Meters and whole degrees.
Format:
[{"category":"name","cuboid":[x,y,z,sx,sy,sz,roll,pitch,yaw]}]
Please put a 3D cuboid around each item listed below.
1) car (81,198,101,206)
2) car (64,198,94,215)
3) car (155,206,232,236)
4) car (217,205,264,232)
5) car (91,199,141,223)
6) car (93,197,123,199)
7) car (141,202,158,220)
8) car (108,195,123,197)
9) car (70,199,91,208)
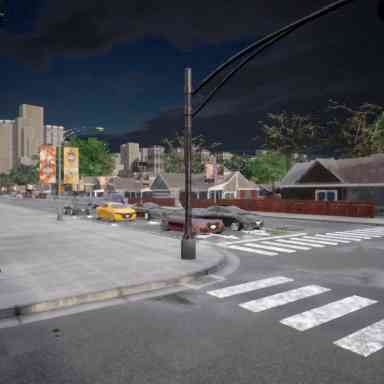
[{"category":"car","cuboid":[-19.093,1.907,62.626,2.033,1.411,5.357,0,0,-35]},{"category":"car","cuboid":[-12.791,1.728,36.796,1.837,1.490,4.892,0,0,-35]},{"category":"car","cuboid":[-0.042,1.652,18.855,1.994,1.385,4.181,0,0,-35]},{"category":"car","cuboid":[2.382,1.595,21.051,1.837,1.490,4.892,0,-1,-35]},{"category":"car","cuboid":[-6.460,1.634,27.894,1.882,1.535,5.008,0,-1,-35]},{"category":"car","cuboid":[-9.982,1.697,38.452,1.882,1.535,5.008,0,0,-35]},{"category":"car","cuboid":[-4.004,1.662,30.029,1.837,1.490,4.892,0,0,-36]},{"category":"car","cuboid":[-12.942,1.523,54.146,2.150,2.045,5.566,0,0,-36]},{"category":"car","cuboid":[-19.408,1.887,57.612,2.033,1.411,5.357,0,0,-34]}]
